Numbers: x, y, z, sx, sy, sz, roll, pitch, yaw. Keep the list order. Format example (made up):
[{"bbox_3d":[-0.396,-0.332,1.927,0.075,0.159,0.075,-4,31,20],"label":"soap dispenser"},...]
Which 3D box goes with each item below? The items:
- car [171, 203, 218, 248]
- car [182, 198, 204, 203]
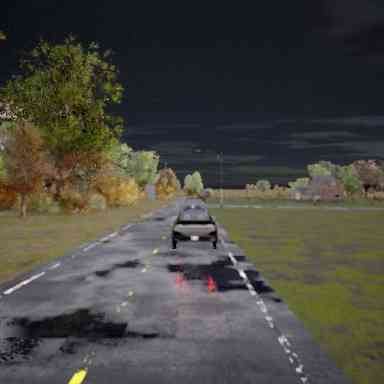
[{"bbox_3d":[0.101,1.479,14.672,2.128,1.511,4.902,0,0,0],"label":"car"},{"bbox_3d":[0.095,1.326,31.401,2.097,1.767,4.553,0,0,0],"label":"car"}]
